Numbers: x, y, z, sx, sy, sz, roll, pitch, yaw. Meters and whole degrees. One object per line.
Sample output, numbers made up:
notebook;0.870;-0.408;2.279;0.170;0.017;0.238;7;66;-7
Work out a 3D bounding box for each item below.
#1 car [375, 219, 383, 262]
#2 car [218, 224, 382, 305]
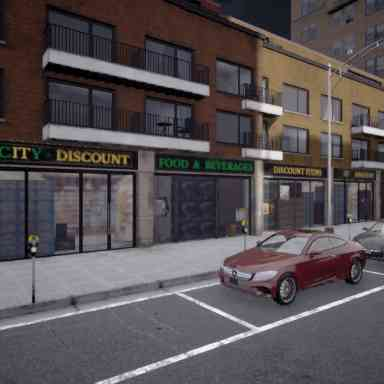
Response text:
car;7.051;1.551;11.202;4.403;1.369;2.008;0;0;-35
car;2.554;1.582;8.002;4.206;1.307;1.802;0;0;-35
